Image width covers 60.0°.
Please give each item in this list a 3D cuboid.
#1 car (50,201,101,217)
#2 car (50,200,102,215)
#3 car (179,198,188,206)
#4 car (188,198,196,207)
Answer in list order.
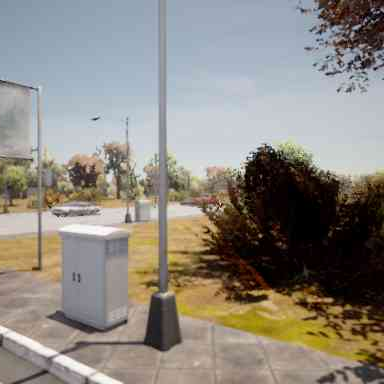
[{"bbox_3d":[-11.348,1.722,32.624,1.895,1.301,4.718,0,0,32],"label":"car"},{"bbox_3d":[-12.751,1.684,36.944,2.033,1.411,5.357,0,0,32],"label":"car"},{"bbox_3d":[-0.354,1.700,56.277,1.994,1.385,4.181,0,0,33],"label":"car"},{"bbox_3d":[2.124,1.344,53.669,2.150,2.045,5.566,0,-1,33],"label":"car"}]
